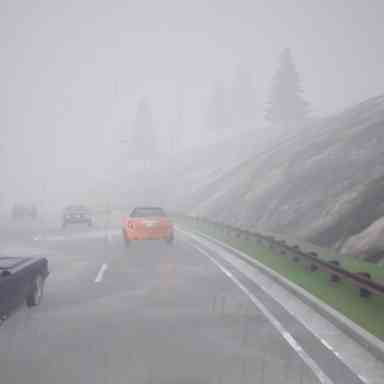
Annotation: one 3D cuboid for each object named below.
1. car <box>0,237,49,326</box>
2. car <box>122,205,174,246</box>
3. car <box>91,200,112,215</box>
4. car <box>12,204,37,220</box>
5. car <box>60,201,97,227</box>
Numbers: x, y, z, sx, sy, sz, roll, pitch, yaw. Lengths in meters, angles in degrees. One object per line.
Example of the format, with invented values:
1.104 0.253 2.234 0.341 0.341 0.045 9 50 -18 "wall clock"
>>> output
-3.819 1.619 5.018 1.895 1.301 4.718 0 0 -5 "car"
-2.242 1.399 15.920 2.097 1.767 4.553 0 0 -13 "car"
-9.839 1.584 34.622 1.882 1.535 5.008 0 0 -29 "car"
-14.931 1.698 29.581 1.895 1.301 4.718 0 0 -28 "car"
-8.209 1.621 23.514 2.033 1.411 5.357 0 0 -22 "car"
